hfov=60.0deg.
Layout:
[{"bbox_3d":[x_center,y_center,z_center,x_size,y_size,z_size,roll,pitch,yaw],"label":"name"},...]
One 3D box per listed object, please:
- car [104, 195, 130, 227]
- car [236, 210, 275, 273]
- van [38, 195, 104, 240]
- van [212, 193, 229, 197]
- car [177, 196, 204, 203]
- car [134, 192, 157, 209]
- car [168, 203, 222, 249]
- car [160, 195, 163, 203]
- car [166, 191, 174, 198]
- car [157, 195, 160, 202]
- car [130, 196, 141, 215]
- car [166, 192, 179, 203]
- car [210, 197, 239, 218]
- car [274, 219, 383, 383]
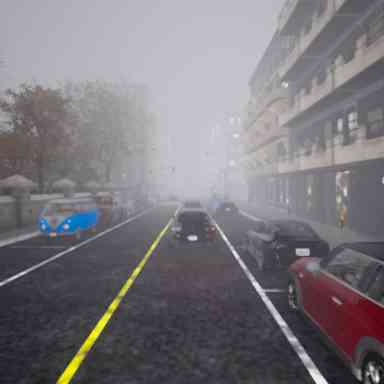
[{"bbox_3d":[-5.693,1.120,21.236,2.192,1.841,5.009,0,1,0],"label":"car"},{"bbox_3d":[2.688,1.472,10.169,1.947,1.339,4.313,0,1,0],"label":"car"},{"bbox_3d":[-5.693,1.197,15.701,1.690,1.788,3.998,0,1,0],"label":"van"},{"bbox_3d":[2.689,1.047,32.307,1.690,1.788,3.998,0,1,0],"label":"van"},{"bbox_3d":[0.052,1.306,28.347,1.994,1.385,4.181,0,1,0],"label":"car"},{"bbox_3d":[-5.692,0.971,37.841,2.192,1.841,5.009,0,1,0],"label":"car"},{"bbox_3d":[0.055,1.398,13.763,1.812,1.442,4.674,0,1,0],"label":"car"},{"bbox_3d":[-5.689,1.092,54.449,1.802,1.307,4.206,0,1,0],"label":"car"},{"bbox_3d":[-5.688,0.666,86.857,1.967,1.590,4.097,0,0,0],"label":"car"},{"bbox_3d":[-5.689,1.173,43.379,1.947,1.339,4.313,0,1,0],"label":"car"},{"bbox_3d":[-5.691,1.306,26.773,2.008,1.369,4.403,0,1,0],"label":"car"},{"bbox_3d":[-3.042,1.066,55.466,1.994,1.385,4.181,0,0,0],"label":"car"},{"bbox_3d":[2.690,1.321,26.774,1.947,1.339,4.313,0,1,0],"label":"car"},{"bbox_3d":[2.687,1.396,4.632,1.967,1.590,4.097,0,1,0],"label":"car"}]
